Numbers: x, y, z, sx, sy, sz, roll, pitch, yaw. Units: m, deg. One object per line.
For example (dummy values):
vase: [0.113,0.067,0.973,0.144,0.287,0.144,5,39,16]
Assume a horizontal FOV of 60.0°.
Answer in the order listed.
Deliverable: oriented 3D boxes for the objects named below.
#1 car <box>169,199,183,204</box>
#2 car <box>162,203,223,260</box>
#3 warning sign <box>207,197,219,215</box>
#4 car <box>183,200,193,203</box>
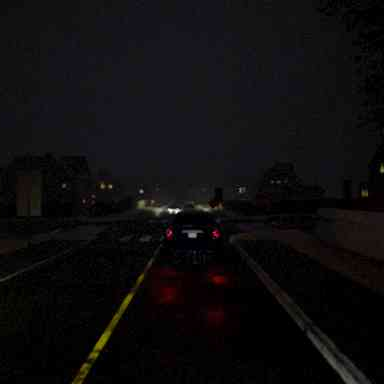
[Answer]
car: [-3.324,2.354,61.439,2.128,1.511,4.902,0,-1,0]
car: [0.116,1.493,13.266,2.097,1.767,4.553,0,-1,3]
warning sign: [2.372,1.590,37.998,1.300,1.860,1.060,2,1,-1]
car: [-0.548,2.502,63.540,1.895,1.301,4.718,0,-1,-1]
